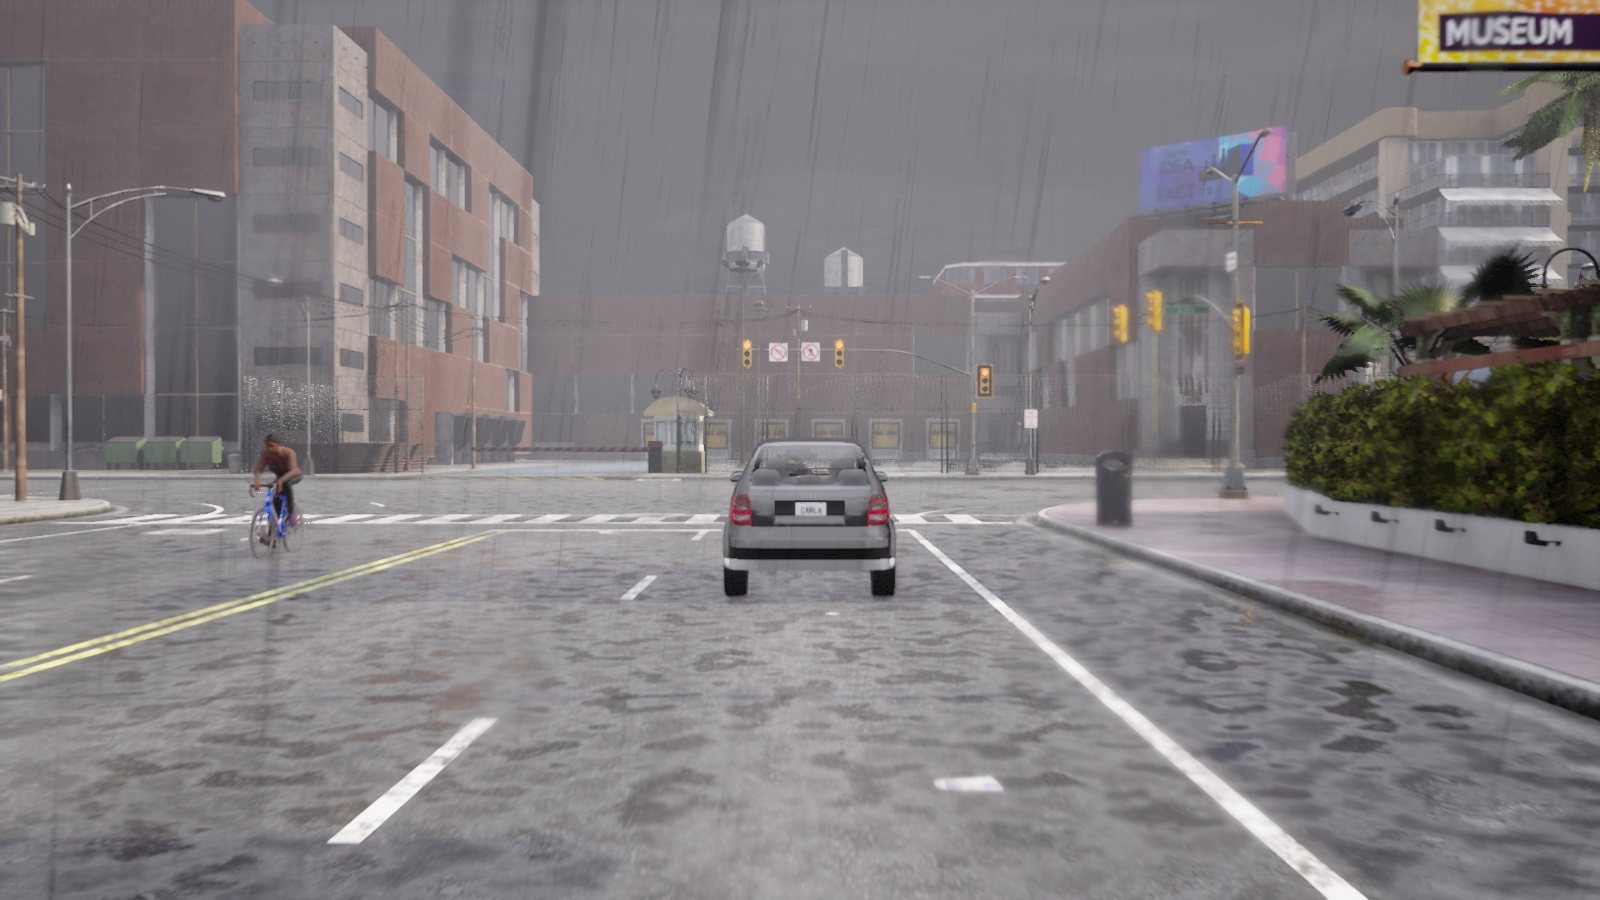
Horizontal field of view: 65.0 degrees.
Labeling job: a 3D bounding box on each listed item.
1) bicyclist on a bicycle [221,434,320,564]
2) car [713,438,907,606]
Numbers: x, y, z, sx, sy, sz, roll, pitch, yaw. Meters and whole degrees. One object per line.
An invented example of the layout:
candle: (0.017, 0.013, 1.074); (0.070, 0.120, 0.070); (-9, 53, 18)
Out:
bicyclist on a bicycle: (-6.892, 0.600, 16.431); (0.582, 1.620, 1.656); (0, 1, 0)
car: (0.095, 0.649, 13.435); (1.789, 1.549, 3.705); (0, 0, 0)
